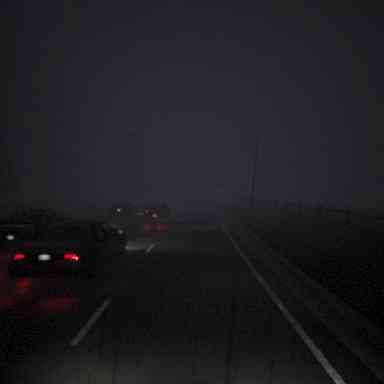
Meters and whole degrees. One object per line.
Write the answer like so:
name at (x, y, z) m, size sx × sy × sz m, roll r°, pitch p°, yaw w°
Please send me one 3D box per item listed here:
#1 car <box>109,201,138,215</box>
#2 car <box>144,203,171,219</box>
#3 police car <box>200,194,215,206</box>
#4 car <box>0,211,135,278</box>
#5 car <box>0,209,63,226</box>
car at (-6.368, 1.569, 31.228) m, size 1.994 × 1.385 × 4.181 m, roll 0°, pitch 0°, yaw 2°
car at (-2.926, 1.606, 29.002) m, size 1.895 × 1.301 × 4.718 m, roll 0°, pitch 0°, yaw 1°
police car at (2.404, 1.435, 55.894) m, size 1.930 × 1.638 × 5.238 m, roll 0°, pitch 0°, yaw 1°
car at (-3.351, 1.549, 10.131) m, size 2.033 × 1.411 × 5.357 m, roll 0°, pitch 0°, yaw 1°
car at (-6.761, 1.494, 14.958) m, size 2.128 × 1.511 × 4.902 m, roll 0°, pitch 0°, yaw 1°
